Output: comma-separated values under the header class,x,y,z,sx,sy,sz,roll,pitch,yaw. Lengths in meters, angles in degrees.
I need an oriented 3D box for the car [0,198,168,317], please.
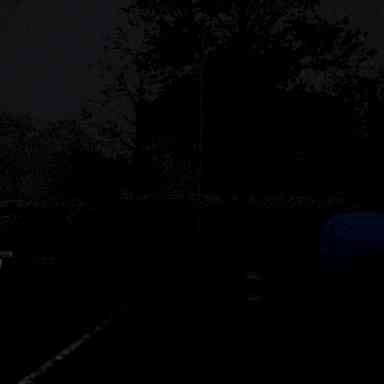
class,x,y,z,sx,sy,sz,roll,pitch,yaw
car,-2.354,1.224,7.735,2.435,2.045,5.566,0,-1,15
